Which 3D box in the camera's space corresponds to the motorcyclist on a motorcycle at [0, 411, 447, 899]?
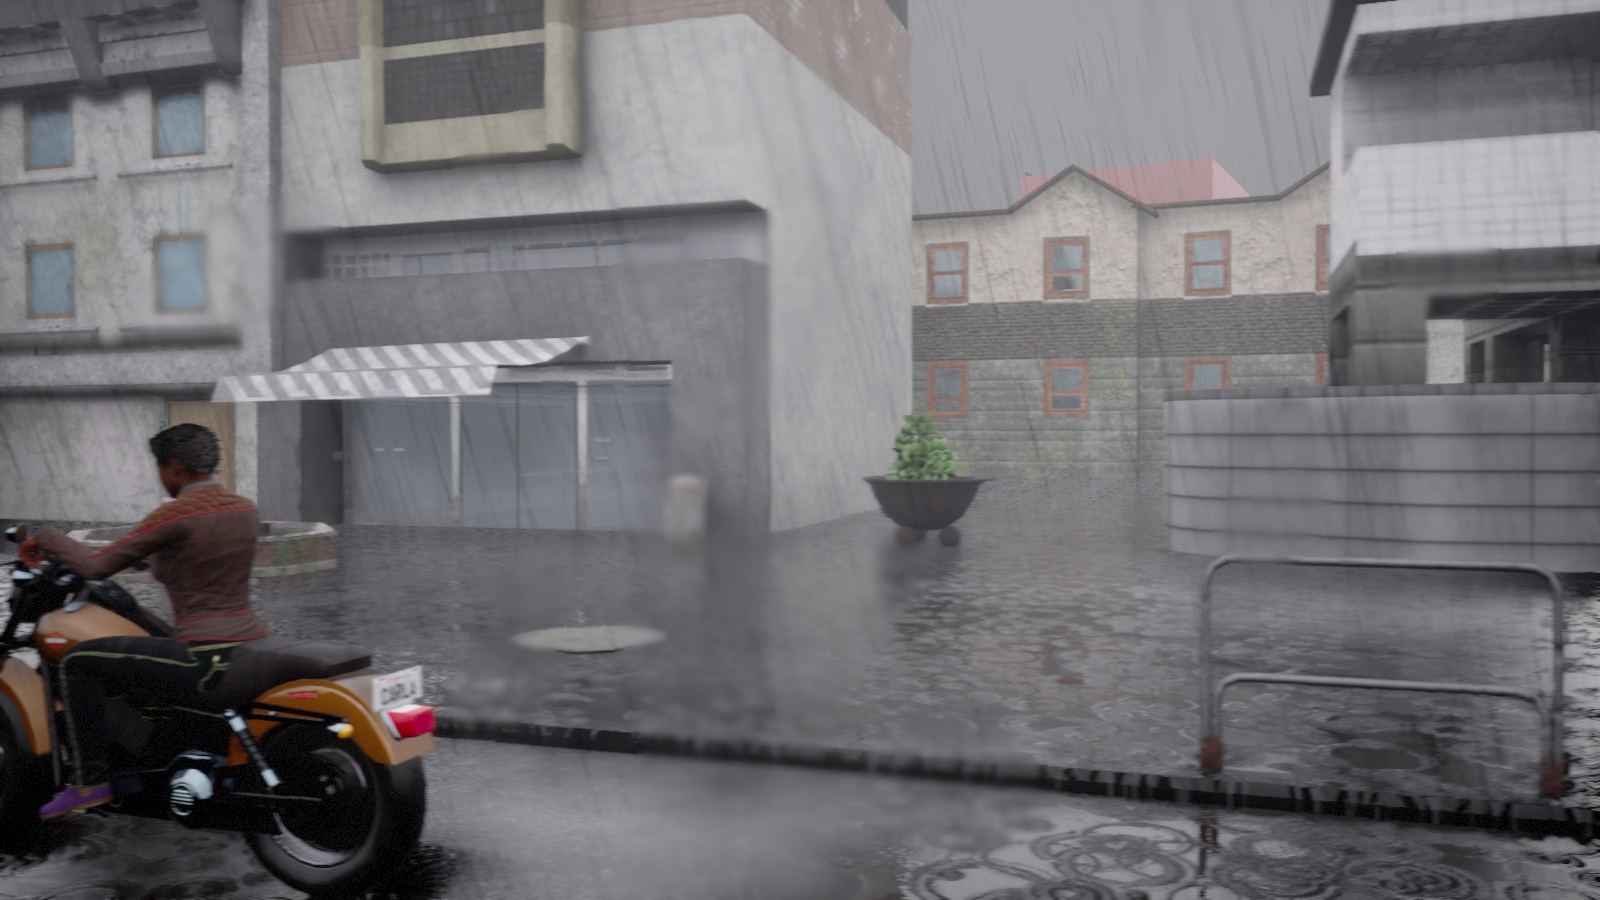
[{"bbox_3d":[-2.519,0.694,4.567,2.350,1.649,0.766,0,1,19],"label":"motorcyclist on a motorcycle"}]
